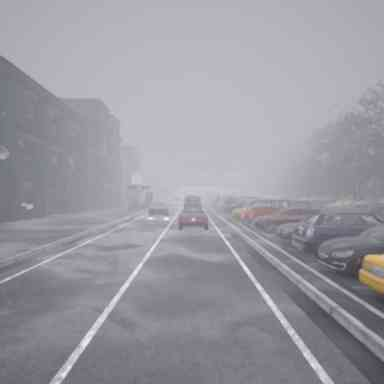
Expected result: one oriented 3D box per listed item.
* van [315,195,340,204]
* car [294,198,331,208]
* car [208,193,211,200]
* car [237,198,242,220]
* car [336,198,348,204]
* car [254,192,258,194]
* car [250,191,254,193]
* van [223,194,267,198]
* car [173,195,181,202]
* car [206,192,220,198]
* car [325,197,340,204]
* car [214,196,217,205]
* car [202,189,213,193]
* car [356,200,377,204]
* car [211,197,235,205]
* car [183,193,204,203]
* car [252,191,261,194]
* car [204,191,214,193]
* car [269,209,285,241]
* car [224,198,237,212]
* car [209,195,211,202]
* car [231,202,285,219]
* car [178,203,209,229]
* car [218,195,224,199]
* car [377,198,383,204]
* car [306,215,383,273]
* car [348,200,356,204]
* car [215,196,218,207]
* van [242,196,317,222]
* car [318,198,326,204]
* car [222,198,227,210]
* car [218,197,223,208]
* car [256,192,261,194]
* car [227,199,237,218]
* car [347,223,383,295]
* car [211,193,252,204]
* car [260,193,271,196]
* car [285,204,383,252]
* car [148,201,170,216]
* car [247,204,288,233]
[{"bbox_3d":[19.236,1.538,48.456,4.442,1.987,1.878,0,0,0],"label":"van"},{"bbox_3d":[19.556,1.781,54.024,5.366,1.575,1.946,0,0,0],"label":"car"},{"bbox_3d":[6.376,1.616,70.747,4.553,1.767,2.185,0,1,0],"label":"car"},{"bbox_3d":[6.168,1.545,26.195,4.553,1.767,2.185,0,0,0],"label":"car"},{"bbox_3d":[19.322,1.722,37.315,4.892,1.521,2.231,0,0,0],"label":"car"},{"bbox_3d":[19.450,1.423,87.610,4.792,1.488,2.163,0,2,0],"label":"car"},{"bbox_3d":[19.683,1.201,93.056,5.366,1.575,1.946,0,2,0],"label":"car"},{"bbox_3d":[6.362,1.506,40.111,4.442,1.987,1.878,0,0,0],"label":"van"},{"bbox_3d":[-3.441,1.500,76.081,2.033,1.411,5.357,0,1,0],"label":"car"},{"bbox_3d":[6.350,1.422,81.888,4.553,1.767,2.185,0,1,0],"label":"car"},{"bbox_3d":[19.330,1.732,40.100,5.008,1.535,2.097,0,0,0],"label":"car"},{"bbox_3d":[6.276,1.773,51.244,5.008,1.535,2.097,0,0,0],"label":"car"},{"bbox_3d":[6.446,0.955,93.026,5.566,2.045,2.435,0,2,0],"label":"car"},{"bbox_3d":[19.269,1.446,31.745,5.566,2.045,2.435,0,0,0],"label":"car"},{"bbox_3d":[6.338,1.808,67.962,4.674,1.452,2.002,0,0,0],"label":"car"},{"bbox_3d":[0.063,1.432,41.066,2.150,2.045,5.566,0,-1,0],"label":"car"},{"bbox_3d":[19.674,1.303,90.262,5.366,1.575,1.946,0,2,0],"label":"car"},{"bbox_3d":[6.402,1.309,90.248,4.892,1.521,2.231,0,2,0],"label":"car"},{"bbox_3d":[6.166,1.654,15.060,4.674,1.452,2.002,0,0,0],"label":"car"},{"bbox_3d":[6.222,1.708,34.544,5.008,1.535,2.097,0,0,0],"label":"car"},{"bbox_3d":[6.312,1.797,62.383,5.008,1.535,2.097,0,0,0],"label":"car"},{"bbox_3d":[6.220,1.737,31.760,4.674,1.452,2.002,0,0,0],"label":"car"},{"bbox_3d":[0.091,1.699,22.704,1.994,1.385,4.181,0,0,0],"label":"car"},{"bbox_3d":[6.232,1.628,45.803,4.553,1.767,2.185,0,0,0],"label":"car"},{"bbox_3d":[19.257,1.559,28.961,4.553,1.767,2.185,0,0,0],"label":"car"},{"bbox_3d":[6.152,1.584,9.493,4.892,1.521,2.231,0,0,0],"label":"car"},{"bbox_3d":[19.335,1.739,34.532,4.792,1.488,2.163,0,0,0],"label":"car"},{"bbox_3d":[6.458,1.760,48.460,5.366,1.575,1.946,0,0,0],"label":"car"},{"bbox_3d":[6.074,1.432,23.475,4.442,1.987,1.878,0,0,0],"label":"van"},{"bbox_3d":[19.336,1.783,42.885,4.674,1.452,2.002,0,0,0],"label":"car"},{"bbox_3d":[6.241,1.720,37.327,5.008,1.535,2.097,0,0,0],"label":"car"},{"bbox_3d":[6.260,1.744,42.894,4.892,1.521,2.231,0,0,0],"label":"car"},{"bbox_3d":[19.465,1.473,84.818,5.008,1.535,2.097,0,2,0],"label":"car"},{"bbox_3d":[6.023,1.681,28.978,5.366,1.575,1.946,0,0,0],"label":"car"},{"bbox_3d":[6.322,1.564,6.710,5.366,1.575,1.946,0,0,0],"label":"car"},{"bbox_3d":[6.319,1.532,54.028,5.566,2.045,2.435,0,0,0],"label":"car"},{"bbox_3d":[19.446,1.609,79.112,4.892,1.521,2.231,0,1,0],"label":"car"},{"bbox_3d":[6.123,1.474,12.279,4.553,1.767,2.185,0,0,0],"label":"car"},{"bbox_3d":[-3.370,1.667,34.650,1.882,1.535,5.008,0,0,0],"label":"car"},{"bbox_3d":[6.152,1.673,20.627,4.792,1.488,2.163,0,0,0],"label":"car"}]
